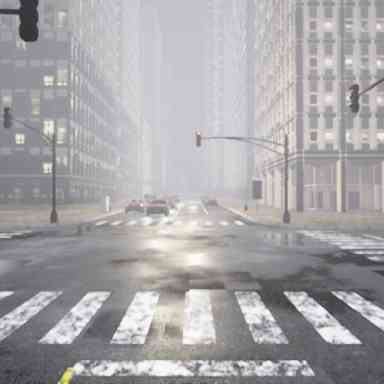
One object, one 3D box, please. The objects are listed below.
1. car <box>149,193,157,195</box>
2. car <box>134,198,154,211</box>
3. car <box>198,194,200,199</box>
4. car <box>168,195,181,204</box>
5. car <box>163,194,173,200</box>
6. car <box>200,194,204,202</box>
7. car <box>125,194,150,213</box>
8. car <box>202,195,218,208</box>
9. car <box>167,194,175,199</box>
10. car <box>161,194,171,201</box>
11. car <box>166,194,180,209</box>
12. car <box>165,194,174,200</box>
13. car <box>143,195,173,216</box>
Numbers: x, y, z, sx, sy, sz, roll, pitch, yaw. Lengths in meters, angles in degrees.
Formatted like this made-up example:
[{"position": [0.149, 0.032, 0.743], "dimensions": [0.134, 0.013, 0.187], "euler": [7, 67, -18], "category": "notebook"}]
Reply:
[{"position": [-5.684, 1.138, 45.509], "dimensions": [2.192, 1.841, 5.009], "euler": [1, 0, 0], "category": "car"}, {"position": [-5.688, 1.426, 39.935], "dimensions": [1.802, 1.307, 4.206], "euler": [1, 0, 0], "category": "car"}, {"position": [2.687, 1.324, 62.307], "dimensions": [1.947, 1.339, 4.313], "euler": [1, 0, 0], "category": "car"}, {"position": [-3.061, 1.248, 59.062], "dimensions": [1.882, 1.535, 5.008], "euler": [0, 0, 0], "category": "car"}, {"position": [-5.697, 1.244, 78.960], "dimensions": [2.008, 1.369, 4.403], "euler": [1, 0, 0], "category": "car"}, {"position": [2.690, 1.304, 56.899], "dimensions": [1.752, 1.417, 4.829], "euler": [1, 0, 0], "category": "car"}, {"position": [-5.683, 1.306, 34.359], "dimensions": [1.967, 1.590, 4.097], "euler": [1, 0, 0], "category": "car"}, {"position": [2.691, 1.404, 45.574], "dimensions": [1.802, 1.307, 4.206], "euler": [1, 0, 0], "category": "car"}, {"position": [-5.700, 1.202, 90.111], "dimensions": [2.008, 1.369, 4.403], "euler": [1, 0, 0], "category": "car"}, {"position": [-5.696, 1.260, 73.385], "dimensions": [1.887, 1.381, 4.507], "euler": [1, 0, 0], "category": "car"}, {"position": [-3.099, 1.323, 42.653], "dimensions": [2.128, 1.511, 4.902], "euler": [0, 0, 0], "category": "car"}, {"position": [-5.699, 1.217, 84.535], "dimensions": [1.887, 1.381, 4.507], "euler": [1, 0, 0], "category": "car"}, {"position": [-3.102, 1.355, 31.267], "dimensions": [1.882, 1.535, 5.008], "euler": [0, 0, 0], "category": "car"}]
